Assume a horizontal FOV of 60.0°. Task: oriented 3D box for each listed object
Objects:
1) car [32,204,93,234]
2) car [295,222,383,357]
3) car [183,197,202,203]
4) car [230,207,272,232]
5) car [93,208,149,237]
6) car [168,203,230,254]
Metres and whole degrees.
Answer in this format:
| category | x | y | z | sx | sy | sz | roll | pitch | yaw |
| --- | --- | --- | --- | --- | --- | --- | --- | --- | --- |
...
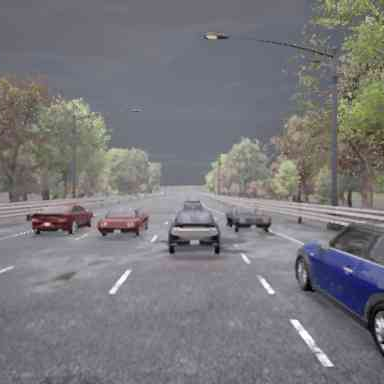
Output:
| category | x | y | z | sx | sy | sz | roll | pitch | yaw |
| --- | --- | --- | --- | --- | --- | --- | --- | --- | --- |
| car | -6.904 | 1.370 | 18.307 | 1.882 | 1.535 | 5.008 | 0 | 0 | 0 |
| car | 3.505 | 1.317 | 5.976 | 2.097 | 1.767 | 4.553 | 0 | 0 | -2 |
| car | 0.096 | 1.294 | 35.313 | 2.128 | 1.511 | 4.902 | 0 | 0 | 0 |
| car | 3.062 | 1.490 | 19.205 | 1.895 | 1.301 | 4.718 | 0 | 0 | -3 |
| car | -3.403 | 1.499 | 17.429 | 1.895 | 1.301 | 4.718 | 0 | 0 | 0 |
| car | 0.094 | 1.413 | 13.137 | 2.128 | 1.511 | 4.902 | 0 | 0 | 0 |
